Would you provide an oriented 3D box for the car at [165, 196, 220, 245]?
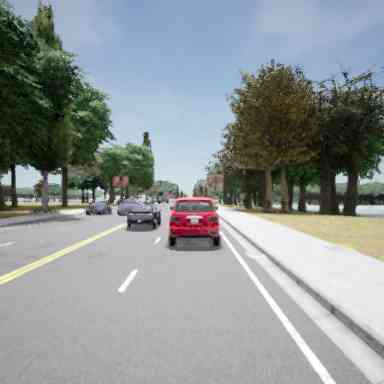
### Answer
[{"bbox_3d":[0.102,1.267,15.877,2.150,2.045,5.566,0,0,0],"label":"car"}]

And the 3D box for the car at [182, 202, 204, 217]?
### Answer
[{"bbox_3d":[0.103,1.743,34.263,2.033,1.411,5.357,0,-1,0],"label":"car"}]

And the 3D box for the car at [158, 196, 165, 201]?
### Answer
[{"bbox_3d":[-6.493,1.821,76.617,2.150,2.045,5.566,0,-1,0],"label":"car"}]

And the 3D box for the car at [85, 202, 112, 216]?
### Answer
[{"bbox_3d":[-9.839,1.771,35.336,1.994,1.385,4.181,0,-1,0],"label":"car"}]

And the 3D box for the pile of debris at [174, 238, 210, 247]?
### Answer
[{"bbox_3d":[0.002,2.214,14.692,1.500,0.140,1.860,0,0,0],"label":"pile of debris"}]

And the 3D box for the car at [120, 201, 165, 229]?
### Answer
[{"bbox_3d":[-3.148,1.578,22.508,2.128,1.511,4.902,0,0,0],"label":"car"}]

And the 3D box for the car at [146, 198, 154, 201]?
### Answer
[{"bbox_3d":[-9.744,2.122,76.641,2.128,1.511,4.902,0,-1,0],"label":"car"}]

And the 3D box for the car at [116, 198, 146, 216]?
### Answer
[{"bbox_3d":[-6.588,1.560,35.381,2.097,1.767,4.553,0,-1,0],"label":"car"}]
